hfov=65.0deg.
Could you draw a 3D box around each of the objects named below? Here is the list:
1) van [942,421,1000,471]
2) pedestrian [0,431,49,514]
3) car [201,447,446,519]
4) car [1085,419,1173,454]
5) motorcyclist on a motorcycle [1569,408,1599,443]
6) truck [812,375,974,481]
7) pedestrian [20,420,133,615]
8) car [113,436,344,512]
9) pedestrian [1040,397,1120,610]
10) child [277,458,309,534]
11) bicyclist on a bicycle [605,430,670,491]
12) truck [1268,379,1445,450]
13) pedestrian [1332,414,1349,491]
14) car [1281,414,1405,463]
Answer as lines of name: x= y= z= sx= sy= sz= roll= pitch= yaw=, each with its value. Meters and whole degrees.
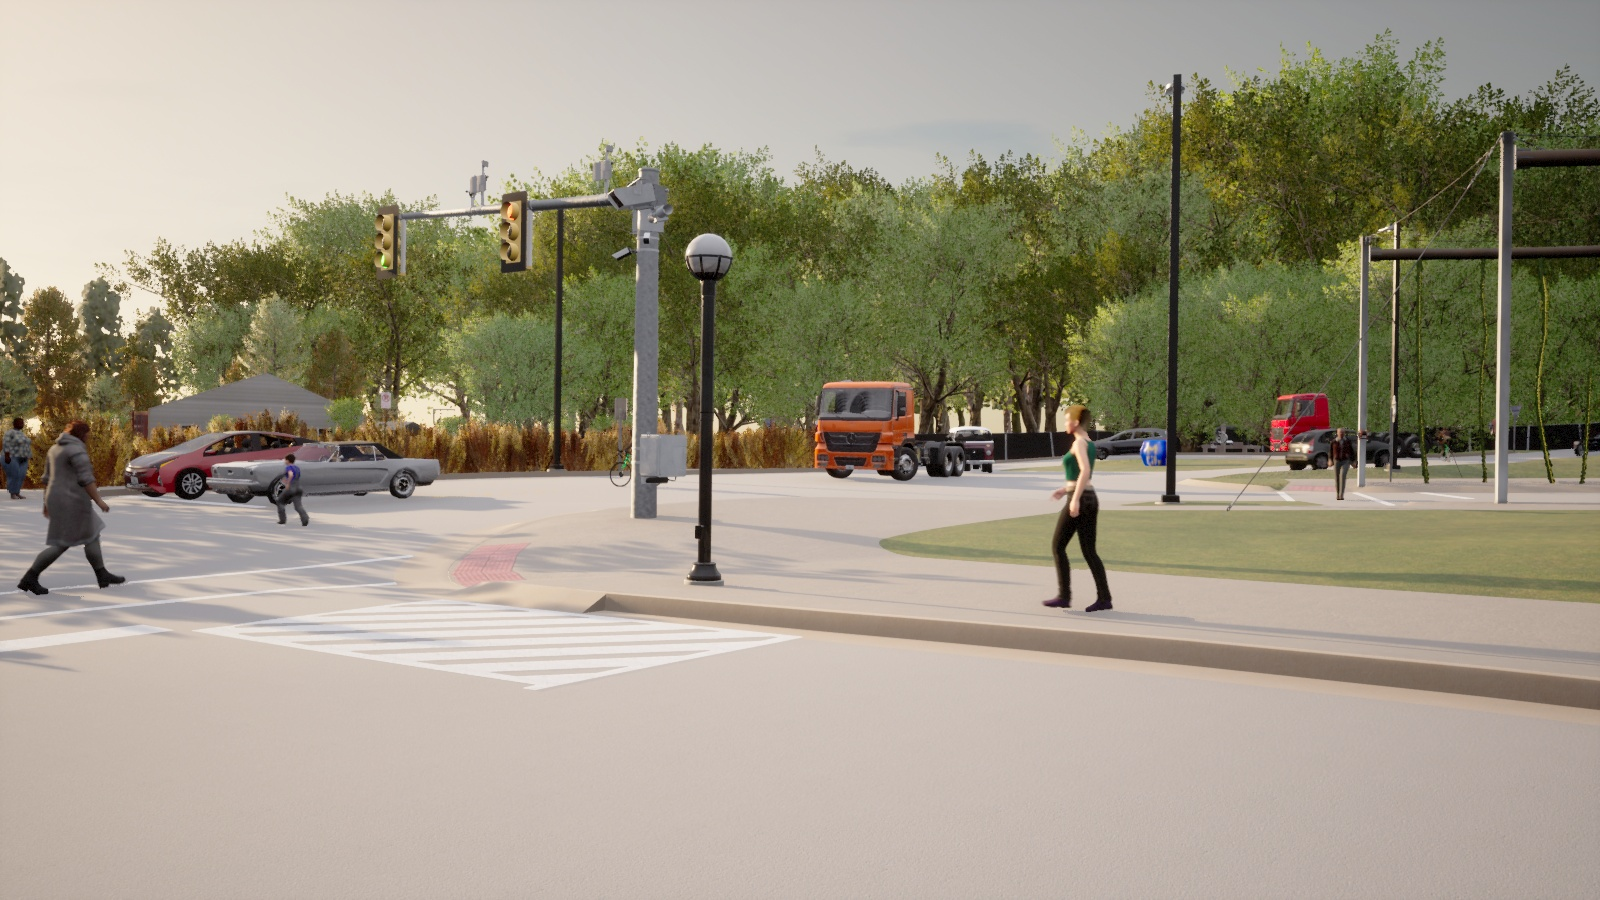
van: x=7.410 y=-0.159 z=54.695 sx=2.069 sy=2.038 sz=4.480 roll=-1 pitch=0 yaw=3
pedestrian: x=-17.664 y=0.497 z=28.312 sx=0.900 sy=1.855 sz=0.874 roll=0 pitch=0 yaw=9
car: x=-10.370 y=0.656 z=27.668 sx=1.895 sy=1.301 sz=4.718 roll=0 pitch=2 yaw=37
car: x=18.573 y=-0.758 z=70.861 sx=4.611 sy=1.667 sz=2.242 roll=-3 pitch=2 yaw=16
motorcyclist on a motorcycle: x=40.059 y=-1.242 z=63.211 sx=2.350 sy=1.649 sz=0.766 roll=-4 pitch=1 yaw=-11
truck: x=3.540 y=-0.790 z=45.304 sx=2.891 sy=3.462 sz=7.936 roll=0 pitch=1 yaw=28
pedestrian: x=-7.545 y=0.672 z=13.105 sx=0.659 sy=1.952 sz=0.873 roll=0 pitch=0 yaw=45
car: x=-13.418 y=0.513 z=29.721 sx=2.007 sy=1.525 sz=4.514 roll=0 pitch=2 yaw=37
pedestrian: x=2.477 y=0.458 z=11.118 sx=0.594 sy=1.836 sz=0.345 roll=0 pitch=0 yaw=37
child: x=-8.505 y=0.768 z=21.052 sx=0.437 sy=1.263 sz=0.270 roll=0 pitch=0 yaw=24
bicyclist on a bicycle: x=-4.404 y=0.283 z=34.001 sx=1.656 sy=1.620 sz=0.582 roll=0 pitch=1 yaw=-33
truck: x=29.108 y=-1.843 z=65.930 sx=7.936 sy=3.462 sz=2.891 roll=-1 pitch=1 yaw=4
pedestrian: x=13.157 y=0.059 z=30.544 sx=0.376 sy=1.854 sz=0.720 roll=0 pitch=0 yaw=24
car: x=20.994 y=-0.451 z=48.586 sx=3.988 sy=1.617 sz=1.851 roll=-3 pitch=1 yaw=-12
